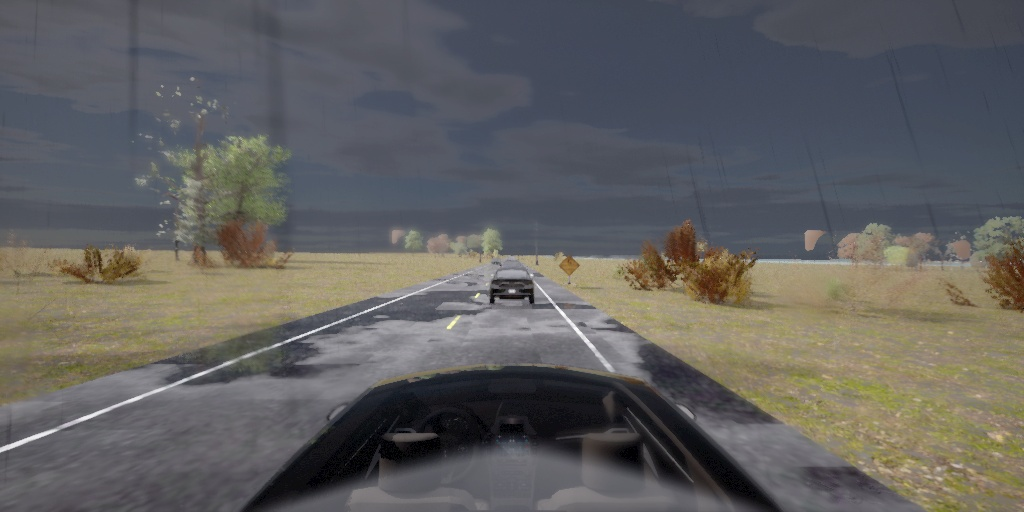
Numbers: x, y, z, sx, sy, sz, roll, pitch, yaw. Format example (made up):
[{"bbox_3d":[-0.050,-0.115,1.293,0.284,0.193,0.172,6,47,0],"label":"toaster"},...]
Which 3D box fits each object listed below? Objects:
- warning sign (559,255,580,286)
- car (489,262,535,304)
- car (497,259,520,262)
[{"bbox_3d":[3.550,0.868,22.192,1.300,1.860,1.060,0,0,0],"label":"warning sign"},{"bbox_3d":[0.000,1.237,16.500,1.882,1.535,5.008,0,0,0],"label":"car"},{"bbox_3d":[0.000,1.122,31.470,2.097,1.767,4.553,0,0,0],"label":"car"}]
